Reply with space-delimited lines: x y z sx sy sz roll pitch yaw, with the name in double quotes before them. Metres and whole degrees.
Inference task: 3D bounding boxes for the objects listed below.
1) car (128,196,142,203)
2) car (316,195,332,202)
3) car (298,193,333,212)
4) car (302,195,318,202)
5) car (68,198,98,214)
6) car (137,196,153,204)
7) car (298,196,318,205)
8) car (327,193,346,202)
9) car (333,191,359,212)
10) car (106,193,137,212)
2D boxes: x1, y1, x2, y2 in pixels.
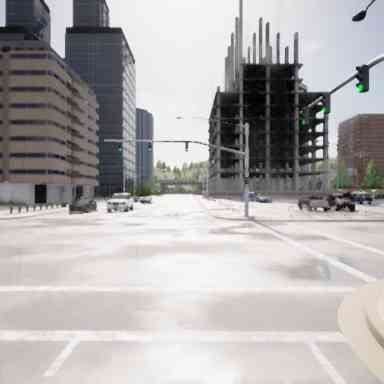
"car" -11.706 1.492 68.262 2.033 1.411 5.357 0 0 0
"car" 27.218 1.285 68.733 1.784 1.438 3.905 0 0 0
"car" 13.095 1.112 36.158 1.932 1.855 4.605 0 0 0
"car" 24.323 1.317 68.722 1.970 1.475 3.806 0 0 0
"car" -11.545 1.437 35.480 1.882 1.535 5.008 0 0 0
"car" -8.171 1.479 60.322 2.033 1.411 5.357 0 0 0
"car" 18.620 1.334 53.595 1.970 1.475 3.806 0 0 0
"car" 29.902 1.075 68.795 1.932 1.855 4.605 0 0 0
"car" 15.989 1.115 36.116 1.905 1.878 3.866 0 0 0
"car" -8.064 1.173 37.755 2.150 2.045 5.566 0 1 0
